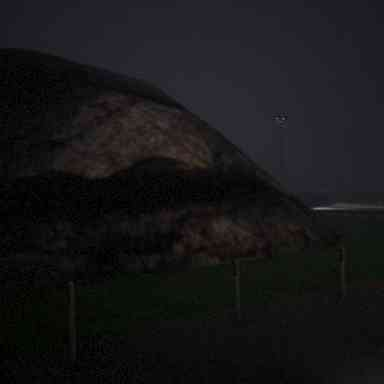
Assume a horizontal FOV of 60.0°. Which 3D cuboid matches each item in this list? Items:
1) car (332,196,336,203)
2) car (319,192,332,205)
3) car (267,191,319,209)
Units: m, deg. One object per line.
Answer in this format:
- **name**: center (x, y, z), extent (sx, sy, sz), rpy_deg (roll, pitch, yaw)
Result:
- **car**: center (14.261, 0.648, 39.111), extent (4.892, 1.490, 1.837), rpy_deg (0, 2, 34)
- **car**: center (12.167, 0.736, 36.302), extent (4.902, 1.511, 2.128), rpy_deg (0, 1, 34)
- **car**: center (10.130, 0.910, 33.458), extent (4.181, 1.385, 1.994), rpy_deg (0, 1, 34)
